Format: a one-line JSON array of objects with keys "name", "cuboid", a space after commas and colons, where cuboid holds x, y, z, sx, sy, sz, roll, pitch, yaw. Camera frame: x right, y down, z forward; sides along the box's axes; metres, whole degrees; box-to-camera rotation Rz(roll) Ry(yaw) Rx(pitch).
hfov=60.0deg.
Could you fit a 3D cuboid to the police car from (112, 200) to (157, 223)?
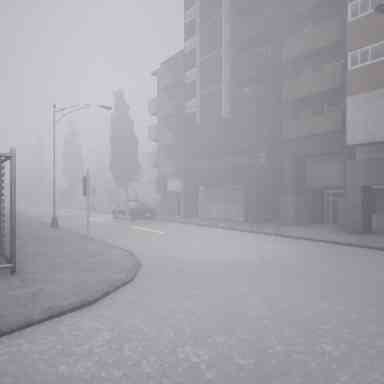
[{"name": "police car", "cuboid": [-4.657, 1.425, 25.925, 1.930, 1.638, 5.238, 0, 0, -36]}]
